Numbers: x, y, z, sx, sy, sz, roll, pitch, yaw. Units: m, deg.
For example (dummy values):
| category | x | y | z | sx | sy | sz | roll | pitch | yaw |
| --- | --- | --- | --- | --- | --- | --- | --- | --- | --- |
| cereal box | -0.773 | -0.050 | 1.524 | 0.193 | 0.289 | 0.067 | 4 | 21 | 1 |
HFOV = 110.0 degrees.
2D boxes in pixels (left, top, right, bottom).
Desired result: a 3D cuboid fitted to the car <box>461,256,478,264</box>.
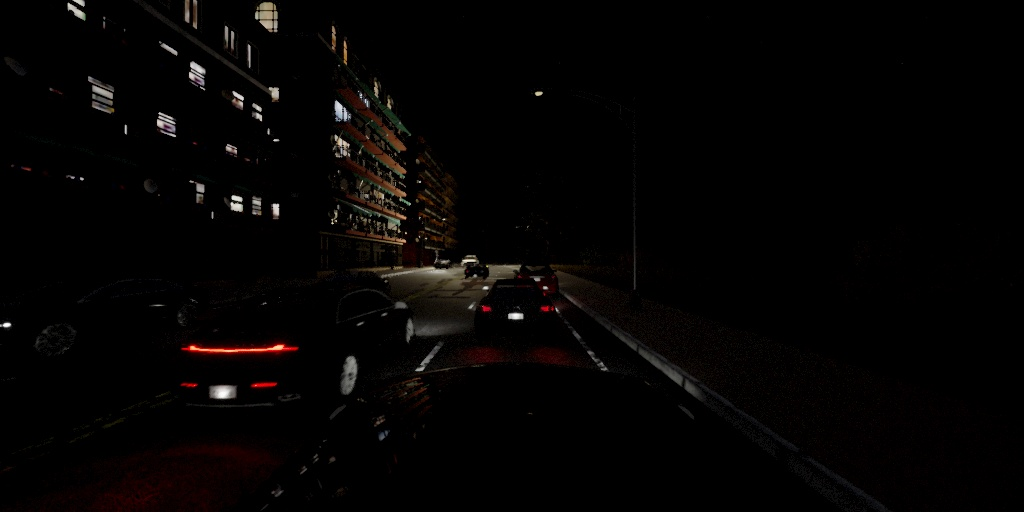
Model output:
| category | x | y | z | sx | sy | sz | roll | pitch | yaw |
| --- | --- | --- | --- | --- | --- | --- | --- | --- | --- |
| car | -6.546 | 0.971 | 56.175 | 2.150 | 2.045 | 5.566 | 0 | 0 | 0 |

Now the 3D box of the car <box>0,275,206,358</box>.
| category | x | y | z | sx | sy | sz | roll | pitch | yaw |
| --- | --- | --- | --- | --- | --- | --- | --- | --- | --- |
| car | -9.846 | 1.242 | 8.499 | 2.128 | 1.511 | 4.902 | 0 | 0 | 0 |

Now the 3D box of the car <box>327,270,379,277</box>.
| category | x | y | z | sx | sy | sz | roll | pitch | yaw |
| --- | --- | --- | --- | --- | --- | --- | --- | --- | --- |
| car | -6.593 | 1.299 | 14.715 | 2.033 | 1.411 | 5.357 | 0 | 0 | 0 |

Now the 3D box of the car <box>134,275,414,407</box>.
| category | x | y | z | sx | sy | sz | roll | pitch | yaw |
| --- | --- | --- | --- | --- | --- | --- | --- | --- | --- |
| car | -3.148 | 1.254 | 6.330 | 1.837 | 1.490 | 4.892 | 0 | -1 | 0 |

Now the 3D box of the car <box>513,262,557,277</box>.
| category | x | y | z | sx | sy | sz | roll | pitch | yaw |
| --- | --- | --- | --- | --- | --- | --- | --- | --- | --- |
| car | 1.150 | 1.103 | 18.596 | 2.097 | 1.767 | 4.553 | 0 | 0 | 0 |

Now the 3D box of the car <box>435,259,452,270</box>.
| category | x | y | z | sx | sy | sz | roll | pitch | yaw |
| --- | --- | --- | --- | --- | --- | --- | --- | --- | --- |
| car | -9.804 | 1.242 | 51.476 | 2.128 | 1.511 | 4.902 | 0 | 0 | 0 |

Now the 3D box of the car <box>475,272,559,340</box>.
| category | x | y | z | sx | sy | sz | roll | pitch | yaw |
| --- | --- | --- | --- | --- | --- | --- | --- | --- | --- |
| car | 0.101 | 1.315 | 10.017 | 1.994 | 1.385 | 4.181 | 0 | 0 | 0 |

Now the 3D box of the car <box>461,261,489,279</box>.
| category | x | y | z | sx | sy | sz | roll | pitch | yaw |
| --- | --- | --- | --- | --- | --- | --- | --- | --- | --- |
| car | -3.126 | 1.353 | 32.658 | 1.895 | 1.301 | 4.718 | 0 | 0 | 0 |
